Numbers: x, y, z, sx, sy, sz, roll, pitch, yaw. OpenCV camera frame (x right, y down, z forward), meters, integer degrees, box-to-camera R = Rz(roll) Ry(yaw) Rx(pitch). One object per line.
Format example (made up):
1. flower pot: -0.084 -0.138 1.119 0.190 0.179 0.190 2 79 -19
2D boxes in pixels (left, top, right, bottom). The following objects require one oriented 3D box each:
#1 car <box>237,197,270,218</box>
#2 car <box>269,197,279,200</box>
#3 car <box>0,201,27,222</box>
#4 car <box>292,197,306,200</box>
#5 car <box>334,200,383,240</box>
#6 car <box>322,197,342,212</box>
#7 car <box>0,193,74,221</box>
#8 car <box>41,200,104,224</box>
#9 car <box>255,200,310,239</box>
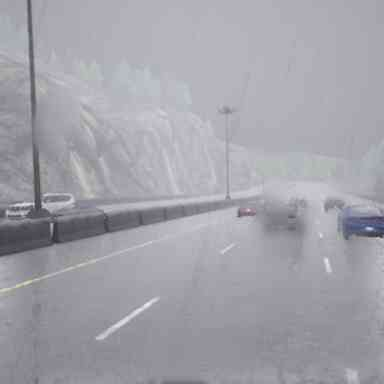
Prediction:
1. car: 5.176 1.425 28.386 1.994 1.385 4.181 0 0 20
2. car: 10.234 1.332 42.548 2.033 1.411 5.357 0 0 20
3. car: -14.896 1.455 24.770 1.812 1.442 4.674 0 0 20
4. car: 11.513 1.302 35.725 2.128 1.511 4.902 0 0 20
5. car: 8.264 1.385 16.223 1.882 1.535 5.008 0 0 20
6. car: 15.212 1.304 35.662 1.837 1.490 4.892 0 -1 19
7. car: -11.093 1.140 25.052 2.150 2.045 5.566 0 0 20
8. car: -8.027 1.483 23.226 1.994 1.385 4.181 0 0 20
9. car: 4.786 1.405 16.891 2.128 1.511 4.902 0 0 20
